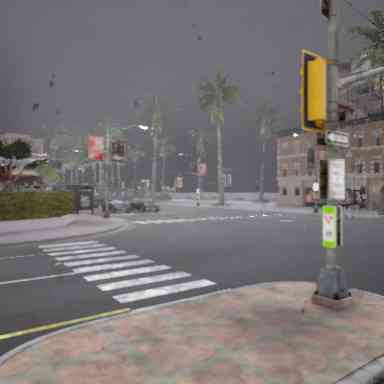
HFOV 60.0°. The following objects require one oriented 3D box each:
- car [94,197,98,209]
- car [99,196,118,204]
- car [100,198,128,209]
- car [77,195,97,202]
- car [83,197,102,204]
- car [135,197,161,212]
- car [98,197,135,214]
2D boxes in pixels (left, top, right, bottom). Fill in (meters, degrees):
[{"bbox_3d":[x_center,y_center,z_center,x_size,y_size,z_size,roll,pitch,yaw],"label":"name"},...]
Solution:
[{"bbox_3d":[-14.081,1.507,44.860,1.882,1.535,5.008,0,0,-35],"label":"car"},{"bbox_3d":[-16.824,1.610,66.907,1.994,1.385,4.181,0,0,-39],"label":"car"},{"bbox_3d":[-10.989,1.583,46.552,2.033,1.411,5.357,0,0,-35],"label":"car"},{"bbox_3d":[-23.490,1.481,74.168,4.902,1.511,2.128,0,0,43],"label":"car"},{"bbox_3d":[-19.222,1.608,64.299,1.994,1.385,4.181,0,0,-39],"label":"car"},{"bbox_3d":[-5.495,1.388,38.712,2.097,1.767,4.553,0,0,-35],"label":"car"},{"bbox_3d":[-8.464,1.555,36.844,1.812,1.442,4.674,0,0,-35],"label":"car"}]
